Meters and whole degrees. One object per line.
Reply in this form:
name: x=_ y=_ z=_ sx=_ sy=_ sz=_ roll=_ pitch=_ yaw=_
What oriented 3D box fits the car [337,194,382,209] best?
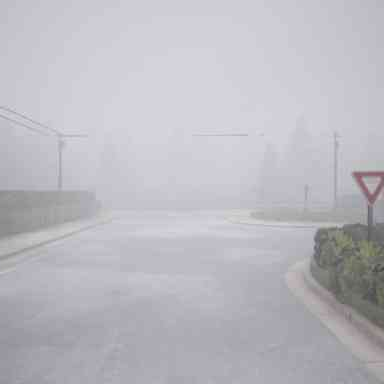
car: x=18.709 y=1.256 z=36.790 sx=5.566 sy=2.045 sz=2.150 roll=0 pitch=0 yaw=0
